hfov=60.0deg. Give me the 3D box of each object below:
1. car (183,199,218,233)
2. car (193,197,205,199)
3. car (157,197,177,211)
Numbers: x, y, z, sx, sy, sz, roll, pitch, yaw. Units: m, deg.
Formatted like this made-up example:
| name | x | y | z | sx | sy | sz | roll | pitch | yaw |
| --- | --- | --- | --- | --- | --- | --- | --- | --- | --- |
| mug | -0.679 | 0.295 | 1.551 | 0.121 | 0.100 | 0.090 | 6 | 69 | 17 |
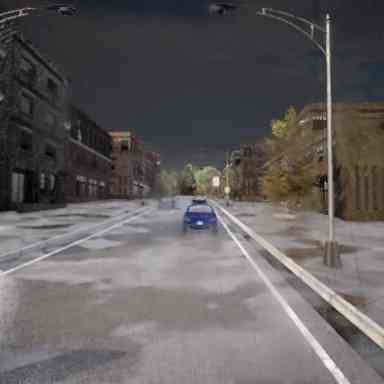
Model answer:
| name | x | y | z | sx | sy | sz | roll | pitch | yaw |
| --- | --- | --- | --- | --- | --- | --- | --- | --- | --- |
| car | 0.468 | 1.438 | 19.603 | 1.882 | 1.535 | 5.008 | 0 | 0 | 1 |
| car | 0.895 | 1.294 | 40.775 | 1.882 | 1.535 | 5.008 | 0 | 0 | 1 |
| car | -2.844 | 1.338 | 38.377 | 1.812 | 1.442 | 4.674 | 0 | 0 | 1 |
